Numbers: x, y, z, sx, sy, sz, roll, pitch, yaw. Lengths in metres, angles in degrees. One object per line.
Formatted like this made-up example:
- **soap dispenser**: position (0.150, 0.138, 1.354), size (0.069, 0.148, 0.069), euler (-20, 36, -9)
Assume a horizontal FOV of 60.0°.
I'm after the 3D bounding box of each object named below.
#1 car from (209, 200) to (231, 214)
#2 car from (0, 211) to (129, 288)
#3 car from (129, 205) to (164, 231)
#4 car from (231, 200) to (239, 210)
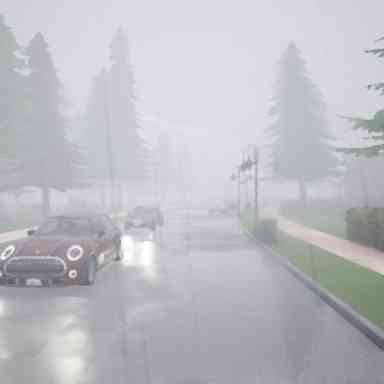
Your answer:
- **car**: position (3.114, 1.790, 38.913), size (1.812, 1.442, 4.674), euler (0, 0, 13)
- **car**: position (-3.450, 1.417, 9.594), size (2.097, 1.767, 4.553), euler (0, 0, 1)
- **car**: position (-3.018, 1.637, 21.653), size (2.128, 1.511, 4.902), euler (0, 0, 4)
- **car**: position (5.672, 1.895, 48.629), size (1.994, 1.385, 4.181), euler (0, 0, 18)
